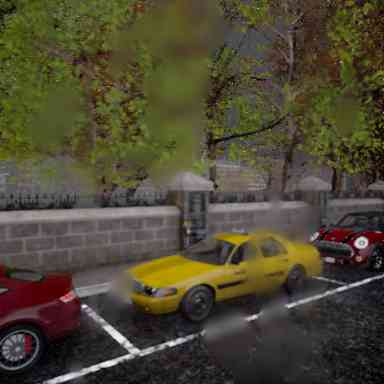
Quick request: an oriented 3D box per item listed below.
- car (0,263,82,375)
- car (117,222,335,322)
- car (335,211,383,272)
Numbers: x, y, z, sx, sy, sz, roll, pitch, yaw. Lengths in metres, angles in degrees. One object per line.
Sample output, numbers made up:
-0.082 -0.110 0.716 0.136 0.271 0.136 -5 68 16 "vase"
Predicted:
-3.530 1.588 4.039 4.206 1.307 1.802 -1 1 -35 "car"
0.840 1.487 7.156 4.829 1.417 1.752 -1 1 -35 "car"
5.487 1.355 10.471 4.097 1.590 1.967 -1 1 -35 "car"
